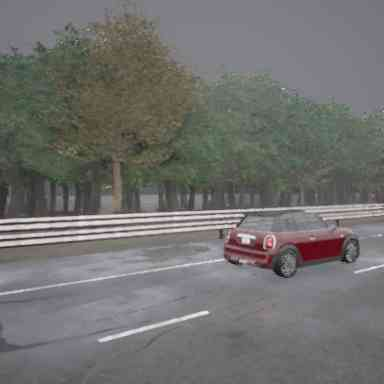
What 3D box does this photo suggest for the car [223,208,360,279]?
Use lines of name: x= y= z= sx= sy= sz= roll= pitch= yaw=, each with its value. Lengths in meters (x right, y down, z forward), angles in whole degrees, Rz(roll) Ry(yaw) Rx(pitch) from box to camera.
car: x=3.203 y=1.353 z=10.328 sx=4.553 sy=1.767 sz=2.097 roll=0 pitch=0 yaw=-36
